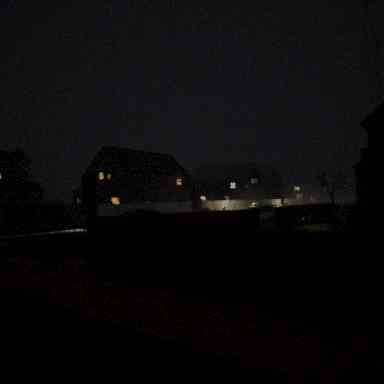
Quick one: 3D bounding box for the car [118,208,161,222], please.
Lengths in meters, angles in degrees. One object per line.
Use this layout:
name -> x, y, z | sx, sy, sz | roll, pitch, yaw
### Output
car -> -3.761, 1.862, 23.580 | 1.994, 1.385, 4.181 | -1, -1, 35

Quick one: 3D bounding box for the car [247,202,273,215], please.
car -> 8.343, 1.926, 40.671 | 2.128, 1.511, 4.902 | -1, -1, 36
